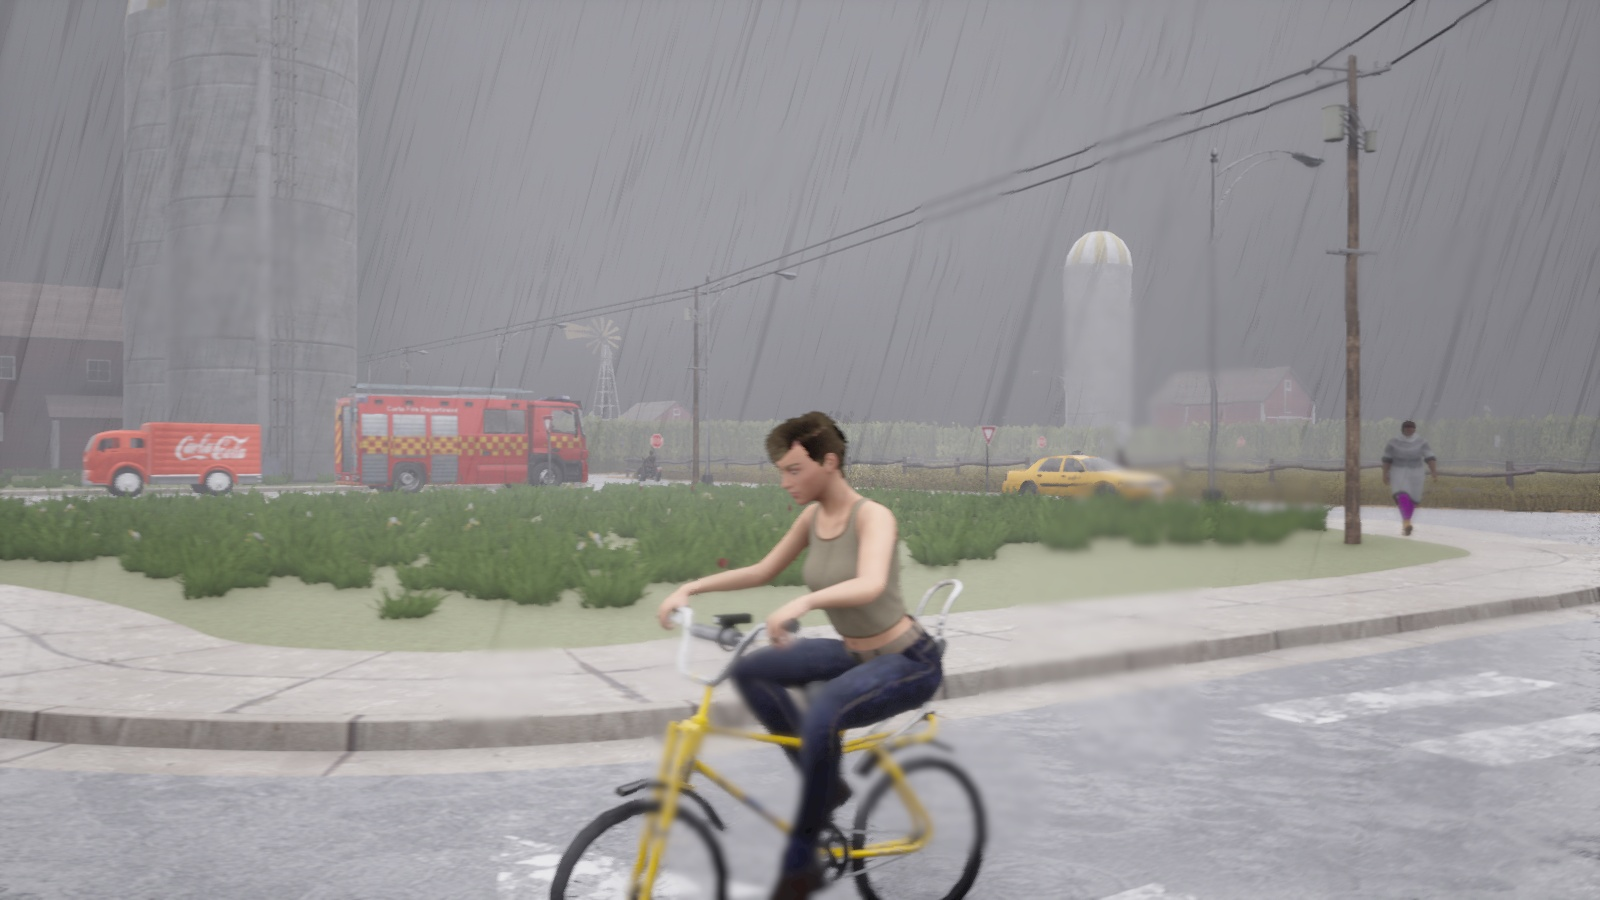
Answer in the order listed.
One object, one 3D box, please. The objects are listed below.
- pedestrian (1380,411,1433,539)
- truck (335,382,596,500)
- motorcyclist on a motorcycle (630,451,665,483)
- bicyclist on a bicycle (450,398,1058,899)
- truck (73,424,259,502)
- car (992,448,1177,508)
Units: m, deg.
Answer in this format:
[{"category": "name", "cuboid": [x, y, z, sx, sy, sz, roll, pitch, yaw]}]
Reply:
[{"category": "pedestrian", "cuboid": [9.436, 0.381, 19.571, 0.659, 1.952, 0.873, 0, 0, 20]}, {"category": "truck", "cuboid": [-11.729, -0.286, 44.545, 8.468, 3.827, 2.891, 0, 0, -36]}, {"category": "motorcyclist on a motorcycle", "cuboid": [-7.929, 0.871, 65.290, 0.766, 1.649, 2.350, 0, 0, -35]}, {"category": "bicyclist on a bicycle", "cuboid": [-0.130, 0.691, 3.638, 1.509, 1.612, 0.866, 0, -1, -31]}, {"category": "truck", "cuboid": [-21.203, 0.407, 42.064, 5.204, 2.467, 2.627, 0, 0, -36]}, {"category": "car", "cuboid": [8.060, 0.755, 36.096, 1.801, 1.575, 5.366, 0, 0, -35]}]
